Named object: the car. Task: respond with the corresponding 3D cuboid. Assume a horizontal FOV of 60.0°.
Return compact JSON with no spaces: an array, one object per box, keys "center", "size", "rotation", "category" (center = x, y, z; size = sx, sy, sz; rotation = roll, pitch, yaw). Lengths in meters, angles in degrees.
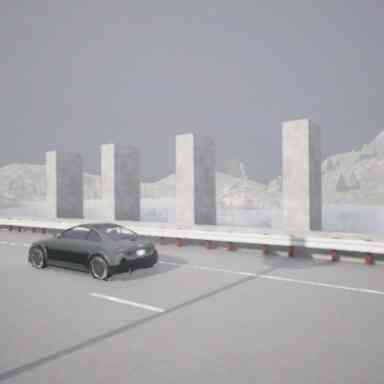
[{"center":[-3.065,1.633,10.108],"size":[4.181,1.385,1.994],"rotation":[-1,0,33],"category":"car"}]
